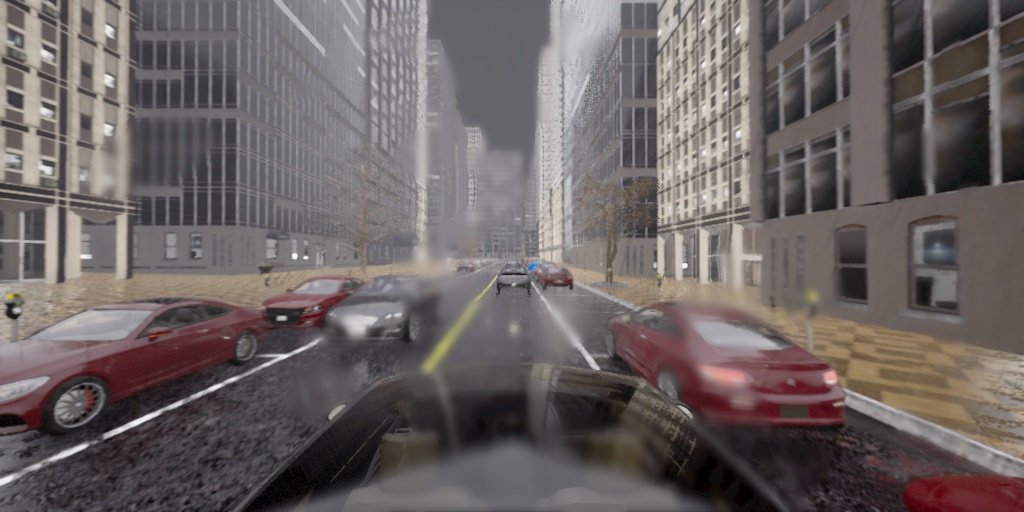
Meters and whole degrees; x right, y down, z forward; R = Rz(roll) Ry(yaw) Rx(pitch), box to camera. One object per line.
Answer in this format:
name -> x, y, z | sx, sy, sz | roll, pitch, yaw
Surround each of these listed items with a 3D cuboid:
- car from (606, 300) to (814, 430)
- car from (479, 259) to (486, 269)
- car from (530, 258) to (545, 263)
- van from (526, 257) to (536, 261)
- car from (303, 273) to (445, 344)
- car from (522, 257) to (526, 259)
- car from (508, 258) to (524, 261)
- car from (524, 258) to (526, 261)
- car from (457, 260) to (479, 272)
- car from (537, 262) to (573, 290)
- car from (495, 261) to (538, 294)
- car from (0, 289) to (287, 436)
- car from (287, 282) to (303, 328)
car -> 2.691, 1.332, 5.495 | 1.802, 1.307, 4.207 | 0, 0, 0
car -> -5.690, 1.292, 56.243 | 2.007, 1.370, 4.403 | 0, 0, 0
car -> 2.691, 1.189, 28.061 | 1.967, 1.591, 4.097 | 0, 0, 0
van -> 2.691, 1.088, 39.344 | 1.690, 1.789, 3.998 | 0, 0, 0
car -> -3.082, 1.241, 9.655 | 2.128, 1.511, 4.902 | 0, 0, 0
car -> 2.691, 1.059, 50.627 | 2.192, 1.841, 5.009 | 0, 0, 0
car -> 0.100, 1.224, 43.669 | 1.882, 1.535, 5.008 | 0, 0, 0
car -> 2.690, 1.296, 44.985 | 2.007, 1.370, 4.403 | 0, 0, 0
car -> -5.690, 1.185, 44.957 | 1.967, 1.591, 4.097 | 0, 0, 0
car -> 2.691, 1.294, 22.420 | 1.888, 1.381, 4.507 | 0, 0, 0
car -> 0.097, 1.241, 20.345 | 2.128, 1.511, 4.902 | 0, 0, 0
car -> -5.690, 1.332, 5.456 | 1.802, 1.307, 4.207 | 0, 0, 0
car -> -5.689, 1.295, 11.099 | 1.888, 1.381, 4.507 | 0, 0, 0
